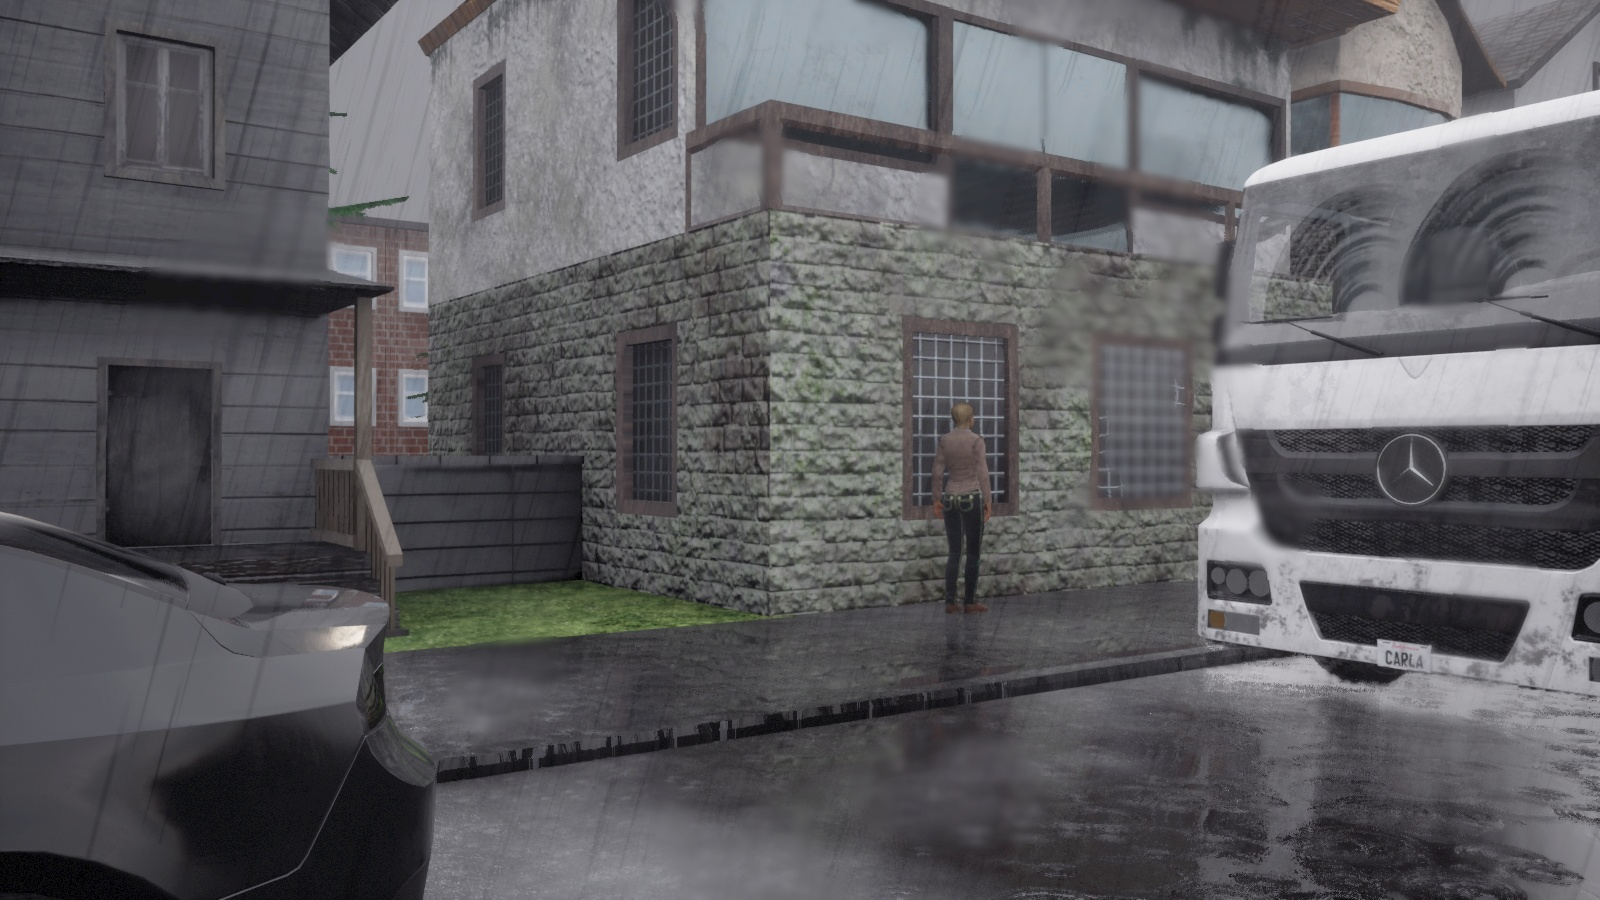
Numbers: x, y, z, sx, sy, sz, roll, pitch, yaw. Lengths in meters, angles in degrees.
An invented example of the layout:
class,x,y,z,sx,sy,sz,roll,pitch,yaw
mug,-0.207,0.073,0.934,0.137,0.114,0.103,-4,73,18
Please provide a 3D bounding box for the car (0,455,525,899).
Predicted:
class,x,y,z,sx,sy,sz,roll,pitch,yaw
car,-3.131,0.761,2.090,4.892,1.490,1.837,0,0,-35

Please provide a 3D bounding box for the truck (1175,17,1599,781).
class,x,y,z,sx,sy,sz,roll,pitch,yaw
truck,6.363,-0.229,8.700,7.936,3.462,2.891,0,0,-35

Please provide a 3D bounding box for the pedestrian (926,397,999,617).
class,x,y,z,sx,sy,sz,roll,pitch,yaw
pedestrian,1.410,0.478,10.861,0.331,1.846,0.634,0,0,39
